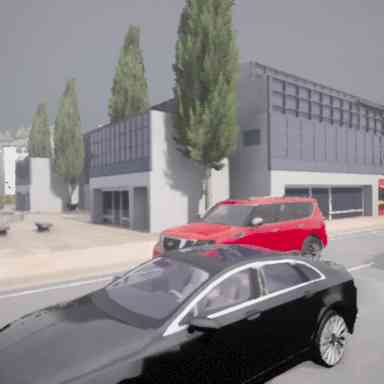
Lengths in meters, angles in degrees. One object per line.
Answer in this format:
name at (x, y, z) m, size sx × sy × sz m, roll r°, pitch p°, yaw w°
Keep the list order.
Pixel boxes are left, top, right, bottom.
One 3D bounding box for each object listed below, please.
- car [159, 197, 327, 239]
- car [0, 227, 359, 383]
car at (1.629, 1.192, 9.548) m, size 5.566 × 2.045 × 2.150 m, roll -1°, pitch 0°, yaw -36°
car at (0.144, 1.491, 4.113) m, size 4.902 × 1.511 × 2.128 m, roll -1°, pitch 0°, yaw -36°
